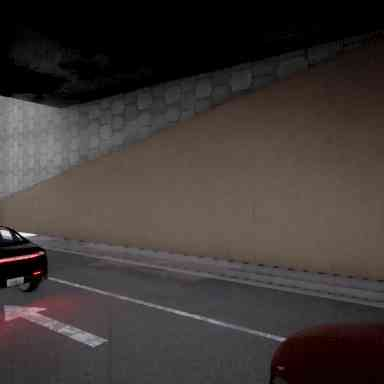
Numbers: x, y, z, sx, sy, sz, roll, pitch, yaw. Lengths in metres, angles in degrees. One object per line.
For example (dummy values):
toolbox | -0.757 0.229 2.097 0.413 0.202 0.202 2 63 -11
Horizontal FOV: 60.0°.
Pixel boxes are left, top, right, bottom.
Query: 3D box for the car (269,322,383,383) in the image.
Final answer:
car | 2.755 1.526 1.917 4.674 1.442 1.812 0 0 36

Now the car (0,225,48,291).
car | -5.331 1.492 7.745 4.902 1.511 2.128 0 0 35
